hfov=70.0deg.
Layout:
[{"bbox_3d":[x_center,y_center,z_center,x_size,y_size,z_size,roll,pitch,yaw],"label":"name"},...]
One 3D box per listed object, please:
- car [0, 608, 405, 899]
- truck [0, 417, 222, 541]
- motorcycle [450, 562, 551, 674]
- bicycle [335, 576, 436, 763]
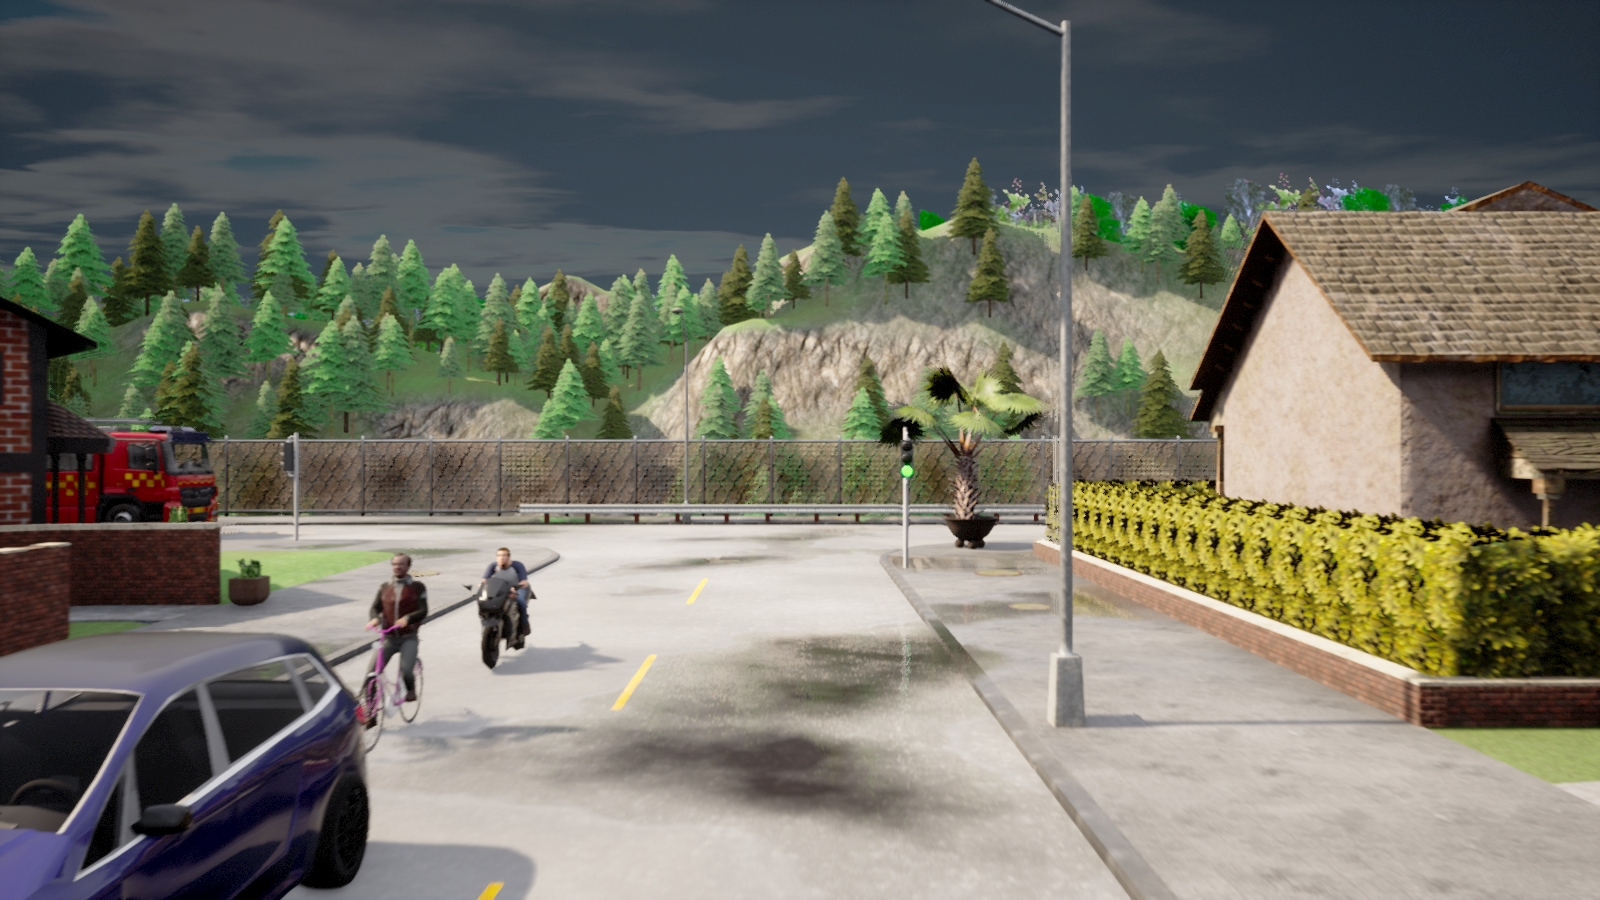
[{"bbox_3d":[-3.946,1.968,5.910,2.242,1.667,4.611,0,0,0],"label":"car"},{"bbox_3d":[-23.490,0.891,36.613,8.468,3.827,2.891,0,0,0],"label":"truck"},{"bbox_3d":[-3.944,2.186,15.219,0.803,1.199,2.033,0,0,0],"label":"motorcycle"},{"bbox_3d":[-3.997,2.060,11.128,0.329,1.471,1.835,0,0,0],"label":"bicycle"}]
